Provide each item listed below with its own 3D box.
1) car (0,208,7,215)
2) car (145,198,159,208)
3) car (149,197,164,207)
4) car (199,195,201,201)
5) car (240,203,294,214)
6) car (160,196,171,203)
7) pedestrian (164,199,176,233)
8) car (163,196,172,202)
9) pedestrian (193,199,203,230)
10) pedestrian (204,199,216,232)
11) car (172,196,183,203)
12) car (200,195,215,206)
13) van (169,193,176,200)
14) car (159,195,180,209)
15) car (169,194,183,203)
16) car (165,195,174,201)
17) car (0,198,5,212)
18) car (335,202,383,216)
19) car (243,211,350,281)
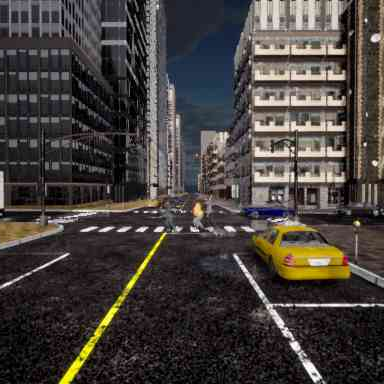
[{"bbox_3d":[-18.277,1.421,27.392,5.357,1.411,2.033,0,1,1],"label":"car"},{"bbox_3d":[-5.613,1.512,47.329,1.752,1.417,4.829,-1,0,0],"label":"car"},{"bbox_3d":[-5.601,1.551,53.153,1.947,1.339,4.313,-1,0,0],"label":"car"},{"bbox_3d":[2.841,1.420,87.065,1.967,1.590,4.097,-1,0,0],"label":"car"},{"bbox_3d":[6.776,1.638,29.630,4.718,1.301,1.895,1,1,-9],"label":"car"},{"bbox_3d":[-5.569,1.527,70.117,1.887,1.381,4.507,-1,0,0],"label":"car"},{"bbox_3d":[-1.197,1.288,17.861,0.375,1.860,0.375,-1,1,0],"label":"pedestrian"},{"bbox_3d":[-5.558,1.564,75.771,1.802,1.307,4.206,-1,0,0],"label":"car"},{"bbox_3d":[0.378,1.288,19.056,0.375,1.860,0.375,-1,1,0],"label":"pedestrian"},{"bbox_3d":[1.006,1.288,18.453,0.375,1.860,0.375,-1,1,0],"label":"pedestrian"},{"bbox_3d":[-2.880,1.530,68.253,2.033,1.411,5.357,0,0,1],"label":"car"},{"bbox_3d":[2.778,1.536,53.138,2.008,1.369,4.403,-1,0,0],"label":"car"},{"bbox_3d":[-5.529,1.320,92.736,1.690,1.788,3.998,-1,0,0],"label":"van"},{"bbox_3d":[-3.003,1.492,45.865,1.837,1.490,4.892,0,0,0],"label":"car"},{"bbox_3d":[-2.982,1.511,55.613,1.812,1.442,4.674,0,0,0],"label":"car"},{"bbox_3d":[-5.548,1.526,81.426,1.887,1.381,4.507,-1,0,0],"label":"car"},{"bbox_3d":[-21.598,1.274,33.205,4.829,1.417,1.752,0,0,1],"label":"car"},{"bbox_3d":[16.376,1.622,32.636,4.403,1.369,2.008,0,1,1],"label":"car"},{"bbox_3d":[2.825,1.522,9.698,1.752,1.417,4.829,-1,0,0],"label":"car"}]
